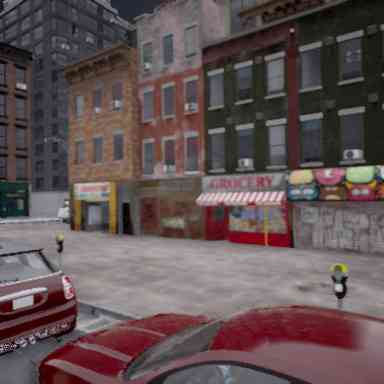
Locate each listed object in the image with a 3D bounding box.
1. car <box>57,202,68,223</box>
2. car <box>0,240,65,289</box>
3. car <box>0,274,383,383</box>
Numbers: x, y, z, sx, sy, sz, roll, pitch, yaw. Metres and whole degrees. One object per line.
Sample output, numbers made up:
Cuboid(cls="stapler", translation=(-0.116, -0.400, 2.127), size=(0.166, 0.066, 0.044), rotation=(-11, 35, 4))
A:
Cuboid(cls="car", translation=(-10.634, 2.012, 33.315), size=(2.150, 2.045, 5.566), rotation=(-1, -2, 36))
Cuboid(cls="car", translation=(-3.814, 1.513, 5.542), size=(4.097, 1.590, 1.967), rotation=(-1, -1, 36))
Cuboid(cls="car", translation=(0.665, 1.553, 2.344), size=(4.507, 1.381, 1.887), rotation=(-1, -1, 36))
